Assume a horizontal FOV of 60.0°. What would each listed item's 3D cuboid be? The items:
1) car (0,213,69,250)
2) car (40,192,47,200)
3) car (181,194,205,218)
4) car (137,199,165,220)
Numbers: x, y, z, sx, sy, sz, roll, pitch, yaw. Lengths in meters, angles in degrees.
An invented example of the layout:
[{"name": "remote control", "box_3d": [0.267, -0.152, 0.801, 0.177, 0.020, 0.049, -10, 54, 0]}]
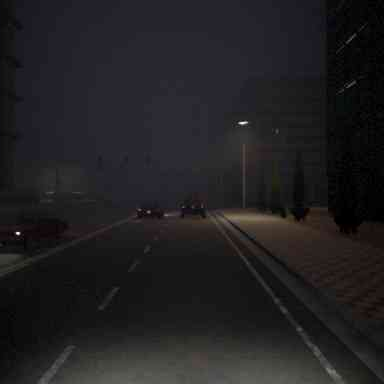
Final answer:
[{"name": "car", "box_3d": [-7.065, 1.589, 14.312, 1.895, 1.301, 4.718, 0, 0, 0]}, {"name": "car", "box_3d": [-36.055, 1.329, 77.125, 1.970, 1.475, 3.806, 0, 0, 0]}, {"name": "car", "box_3d": [0.091, 1.325, 30.216, 2.097, 1.767, 4.553, 0, 0, 0]}, {"name": "car", "box_3d": [-3.409, 1.539, 28.245, 1.994, 1.385, 4.181, 0, 0, 0]}]
